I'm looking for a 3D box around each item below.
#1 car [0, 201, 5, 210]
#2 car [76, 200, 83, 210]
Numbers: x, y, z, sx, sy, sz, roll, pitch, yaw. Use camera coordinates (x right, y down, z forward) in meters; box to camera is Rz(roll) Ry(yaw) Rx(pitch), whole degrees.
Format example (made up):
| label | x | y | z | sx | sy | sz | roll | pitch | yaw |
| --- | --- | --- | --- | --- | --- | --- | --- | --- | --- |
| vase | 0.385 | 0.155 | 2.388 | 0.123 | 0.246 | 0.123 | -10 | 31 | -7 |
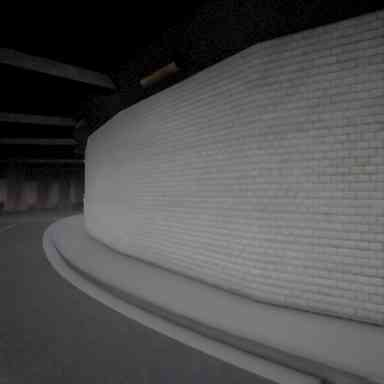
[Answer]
| label | x | y | z | sx | sy | sz | roll | pitch | yaw |
| --- | --- | --- | --- | --- | --- | --- | --- | --- | --- |
| car | -28.931 | 1.912 | 48.337 | 2.033 | 1.411 | 5.357 | 0 | -1 | 0 |
| car | -17.149 | 2.051 | 53.360 | 1.812 | 1.442 | 4.674 | 0 | -1 | 1 |
